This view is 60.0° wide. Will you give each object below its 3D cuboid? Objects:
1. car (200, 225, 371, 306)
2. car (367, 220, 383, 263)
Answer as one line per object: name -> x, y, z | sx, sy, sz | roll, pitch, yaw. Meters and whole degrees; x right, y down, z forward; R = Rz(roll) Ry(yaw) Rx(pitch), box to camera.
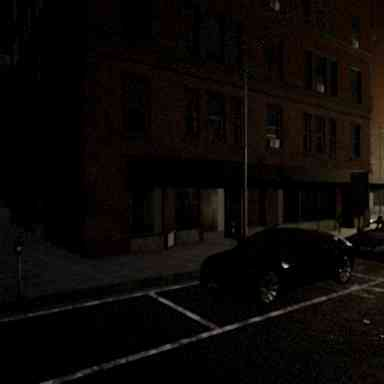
car -> 2.212, 1.581, 8.087 | 4.313, 1.339, 1.947 | 0, 0, -35
car -> 6.703, 1.611, 11.266 | 4.206, 1.307, 1.802 | 0, 0, -35
